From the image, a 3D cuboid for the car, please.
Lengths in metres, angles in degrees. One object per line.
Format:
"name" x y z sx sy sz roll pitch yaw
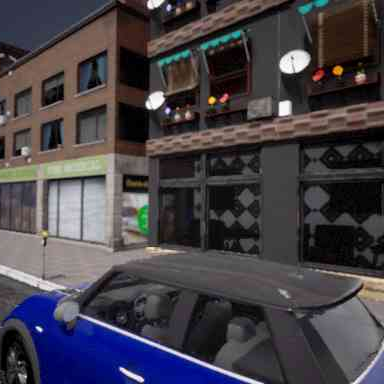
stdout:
"car" -0.223 1.462 3.592 4.553 1.767 2.097 -1 -2 41
